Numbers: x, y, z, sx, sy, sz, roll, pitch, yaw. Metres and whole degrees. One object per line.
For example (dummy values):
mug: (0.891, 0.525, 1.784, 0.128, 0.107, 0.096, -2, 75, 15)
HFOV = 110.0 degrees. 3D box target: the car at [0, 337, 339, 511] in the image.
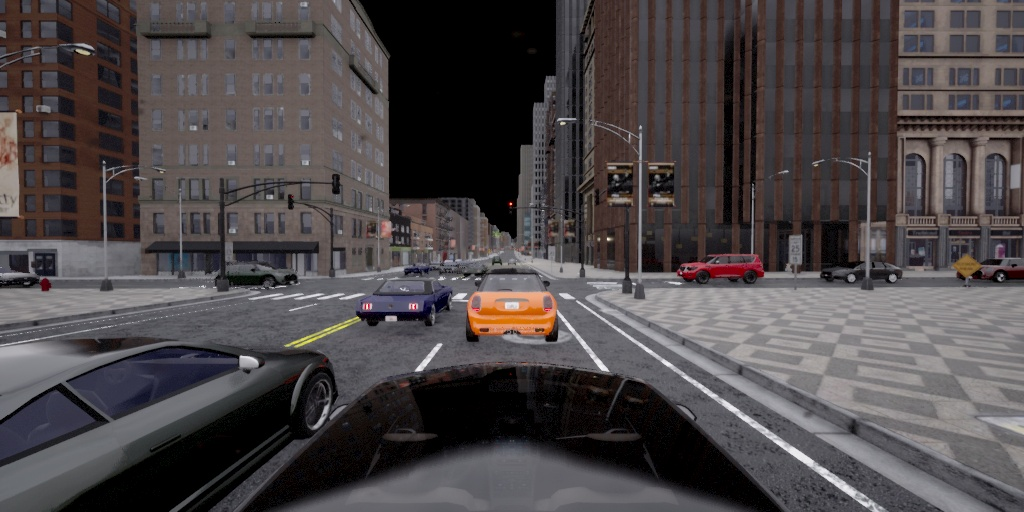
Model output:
car: (-3.158, 1.314, 2.766, 1.994, 1.385, 4.181, 0, 0, 1)

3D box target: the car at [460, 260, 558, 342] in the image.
car: (0.010, 1.101, 9.933, 2.097, 1.767, 4.553, 0, 0, 0)

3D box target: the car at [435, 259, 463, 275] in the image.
car: (-6.600, 1.330, 38.822, 1.994, 1.385, 4.181, 0, 0, 0)

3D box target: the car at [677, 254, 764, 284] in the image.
car: (14.839, 0.875, 25.604, 5.566, 2.045, 2.150, 0, 1, 0)

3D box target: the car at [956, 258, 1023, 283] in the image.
car: (35.013, 0.926, 25.671, 4.553, 1.767, 2.097, 0, 1, 0)

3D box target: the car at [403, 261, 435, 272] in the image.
car: (-9.852, 1.366, 37.615, 1.895, 1.301, 4.718, 0, 0, 0)

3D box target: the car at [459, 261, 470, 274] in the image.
car: (-3.210, 1.363, 33.621, 1.895, 1.301, 4.718, 0, 0, 7)

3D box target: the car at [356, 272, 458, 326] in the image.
car: (-3.149, 1.350, 11.585, 1.895, 1.301, 4.718, 0, 0, 0)

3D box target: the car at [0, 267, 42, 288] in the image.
car: (-34.645, 1.433, 23.658, 5.357, 1.411, 2.033, 0, 1, 0)

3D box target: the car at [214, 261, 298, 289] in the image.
car: (-16.646, 1.163, 23.500, 4.553, 1.767, 2.097, -1, 1, 1)

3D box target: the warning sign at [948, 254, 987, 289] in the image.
warning sign: (25.177, 0.827, 19.839, 1.060, 1.860, 1.300, 0, 0, 0)

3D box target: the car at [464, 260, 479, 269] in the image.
car: (-6.582, 1.342, 58.800, 1.994, 1.385, 4.181, 0, 0, 0)

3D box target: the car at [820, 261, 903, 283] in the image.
car: (24.895, 1.118, 25.641, 4.892, 1.490, 1.837, 0, 1, 0)
